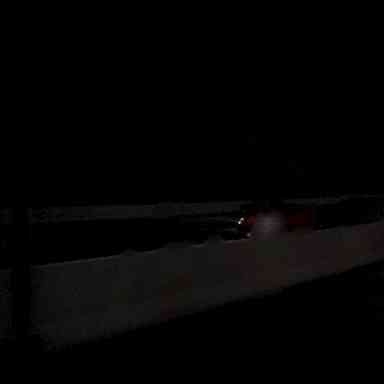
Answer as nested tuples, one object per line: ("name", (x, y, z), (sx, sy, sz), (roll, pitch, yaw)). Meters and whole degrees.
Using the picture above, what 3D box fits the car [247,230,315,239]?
("car", (4.283, 1.359, 16.336), (4.553, 1.767, 2.097), (0, 0, -40))
